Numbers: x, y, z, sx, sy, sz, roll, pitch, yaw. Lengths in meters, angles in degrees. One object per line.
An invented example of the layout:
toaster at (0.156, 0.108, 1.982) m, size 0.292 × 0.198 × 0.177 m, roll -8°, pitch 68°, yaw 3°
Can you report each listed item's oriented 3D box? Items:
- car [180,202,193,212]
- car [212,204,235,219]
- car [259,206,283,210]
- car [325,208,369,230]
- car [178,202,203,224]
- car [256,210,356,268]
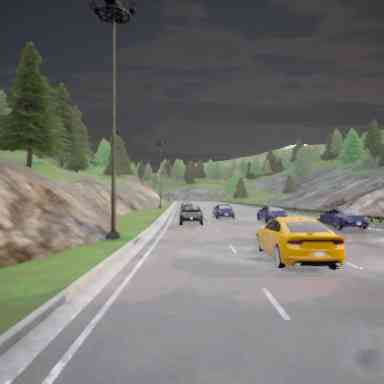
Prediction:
car at (-0.824, 2.180, 49.078) m, size 1.812 × 1.442 × 4.674 m, roll 0°, pitch -1°, yaw -2°
car at (3.211, 1.978, 33.971) m, size 1.812 × 1.442 × 4.674 m, roll 0°, pitch -1°, yaw -2°
car at (6.880, 1.907, 28.647) m, size 1.812 × 1.442 × 4.674 m, roll 0°, pitch -1°, yaw -2°
car at (10.506, 1.836, 23.316) m, size 1.812 × 1.442 × 4.674 m, roll 0°, pitch -1°, yaw -1°
car at (-0.113, 1.868, 28.168) m, size 2.128 × 1.511 × 4.902 m, roll 0°, pitch -1°, yaw -2°
car at (3.600, 1.637, 11.876) m, size 1.882 × 1.535 × 5.008 m, roll 0°, pitch -1°, yaw 0°
